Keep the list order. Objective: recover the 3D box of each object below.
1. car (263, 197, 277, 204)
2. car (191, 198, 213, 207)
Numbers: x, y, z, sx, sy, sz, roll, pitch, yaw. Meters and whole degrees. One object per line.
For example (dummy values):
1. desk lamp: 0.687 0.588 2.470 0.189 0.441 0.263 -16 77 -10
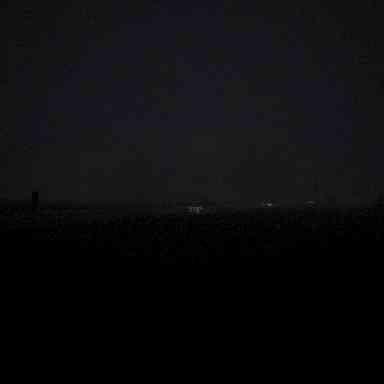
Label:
1. car: 18.978 1.968 80.881 2.097 1.767 4.553 1 0 36
2. car: 1.730 1.836 57.034 1.837 1.490 4.892 1 2 36
